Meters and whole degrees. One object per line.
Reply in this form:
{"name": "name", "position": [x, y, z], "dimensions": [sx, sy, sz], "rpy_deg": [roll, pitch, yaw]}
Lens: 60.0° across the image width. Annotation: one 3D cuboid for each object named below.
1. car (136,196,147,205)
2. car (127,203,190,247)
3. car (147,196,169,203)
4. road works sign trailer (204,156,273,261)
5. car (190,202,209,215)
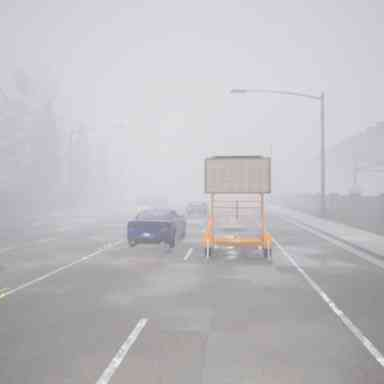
{"name": "car", "position": [-7.884, 1.480, 54.568], "dimensions": [2.128, 1.511, 4.902], "rpy_deg": [0, 0, 4]}
{"name": "car", "position": [-1.439, 1.477, 15.070], "dimensions": [1.882, 1.535, 5.008], "rpy_deg": [0, 0, 7]}
{"name": "car", "position": [-4.812, 1.349, 49.799], "dimensions": [2.097, 1.767, 4.553], "rpy_deg": [0, 0, 5]}
{"name": "road works sign trailer", "position": [1.675, 0.465, 12.372], "dimensions": [2.380, 3.560, 2.880], "rpy_deg": [0, 0, 6]}
{"name": "car", "position": [0.623, 1.600, 33.135], "dimensions": [1.895, 1.301, 4.718], "rpy_deg": [0, 0, 7]}
